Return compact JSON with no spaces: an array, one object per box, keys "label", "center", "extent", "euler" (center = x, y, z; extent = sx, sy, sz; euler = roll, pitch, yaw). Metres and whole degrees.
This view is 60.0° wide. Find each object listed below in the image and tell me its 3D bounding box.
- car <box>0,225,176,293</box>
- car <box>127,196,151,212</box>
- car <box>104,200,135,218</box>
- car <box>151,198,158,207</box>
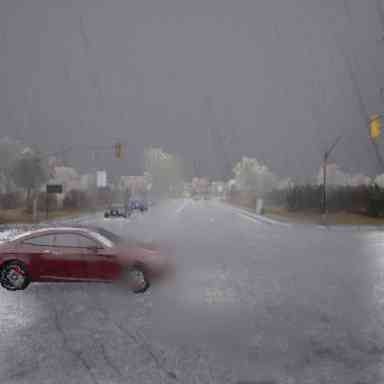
[{"label":"car","center":[-2.756,1.582,8.457],"extent":[4.674,1.442,1.812],"euler":[0,0,3]},{"label":"car","center":[-7.058,1.492,42.819],"extent":[2.150,2.045,5.566],"euler":[0,0,1]},{"label":"car","center":[-7.083,1.768,32.189],"extent":[1.994,1.385,4.181],"euler":[0,0,-1]},{"label":"car","center":[-6.997,1.852,57.098],"extent":[2.128,1.511,4.902],"euler":[0,0,1]}]
